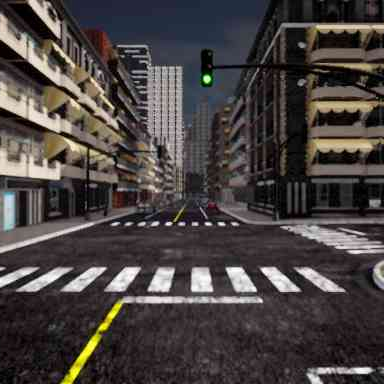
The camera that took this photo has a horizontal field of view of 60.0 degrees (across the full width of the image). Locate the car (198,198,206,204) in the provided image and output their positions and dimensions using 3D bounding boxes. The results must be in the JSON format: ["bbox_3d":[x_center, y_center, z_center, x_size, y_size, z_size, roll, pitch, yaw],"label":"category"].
[{"bbox_3d":[2.631,2.450,89.496,1.887,1.381,4.507,-1,-1,0],"label":"car"}]

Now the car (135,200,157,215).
[{"bbox_3d":[-5.720,1.938,39.748,2.008,1.369,4.403,0,-1,0],"label":"car"}]

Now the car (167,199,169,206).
[{"bbox_3d":[-5.734,2.196,61.858,1.802,1.307,4.206,-1,-1,0],"label":"car"}]

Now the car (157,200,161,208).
[{"bbox_3d":[-5.724,2.010,45.275,1.947,1.339,4.313,0,-1,0],"label":"car"}]

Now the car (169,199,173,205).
[{"bbox_3d":[-5.740,2.253,72.744,1.752,1.417,4.829,-1,-1,0],"label":"car"}]

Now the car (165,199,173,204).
[{"bbox_3d":[-5.746,2.428,83.969,1.802,1.307,4.206,-1,-1,0],"label":"car"}]

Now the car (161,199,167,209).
[{"bbox_3d":[-5.731,1.997,56.332,1.967,1.590,4.097,-1,-1,0],"label":"car"}]

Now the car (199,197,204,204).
[{"bbox_3d":[2.647,2.164,61.858,2.008,1.369,4.403,-1,-1,0],"label":"car"}]

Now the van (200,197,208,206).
[{"bbox_3d":[2.639,2.070,72.915,1.690,1.788,3.998,-1,-1,0],"label":"van"}]

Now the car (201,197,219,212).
[{"bbox_3d":[2.656,1.884,45.276,1.967,1.590,4.097,-1,-1,0],"label":"car"}]
